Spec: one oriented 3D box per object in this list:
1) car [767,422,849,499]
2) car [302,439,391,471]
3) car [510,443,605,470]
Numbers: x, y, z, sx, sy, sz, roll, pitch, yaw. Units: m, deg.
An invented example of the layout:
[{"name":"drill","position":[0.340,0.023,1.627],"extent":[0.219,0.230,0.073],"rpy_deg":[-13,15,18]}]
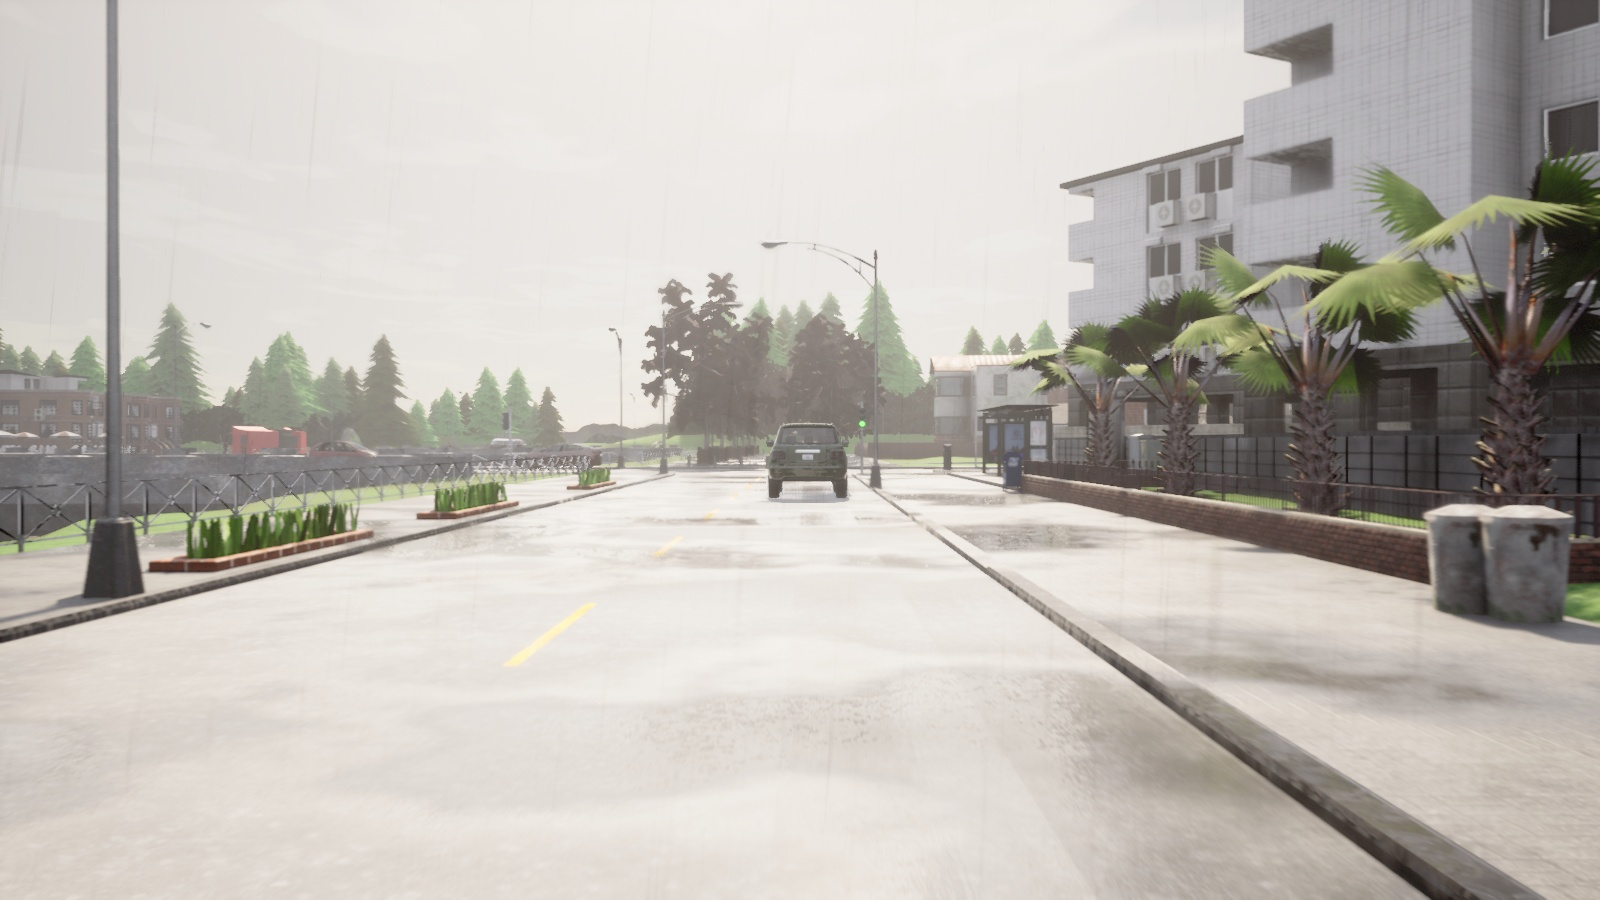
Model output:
[{"name":"car","position":[0.222,0.263,35.936],"extent":[2.150,2.045,5.566],"rpy_deg":[0,0,0]},{"name":"car","position":[-23.667,0.256,65.602],"extent":[3.988,1.617,1.851],"rpy_deg":[0,0,0]},{"name":"car","position":[-13.408,0.343,69.590],"extent":[4.792,1.488,2.163],"rpy_deg":[0,0,1]}]
